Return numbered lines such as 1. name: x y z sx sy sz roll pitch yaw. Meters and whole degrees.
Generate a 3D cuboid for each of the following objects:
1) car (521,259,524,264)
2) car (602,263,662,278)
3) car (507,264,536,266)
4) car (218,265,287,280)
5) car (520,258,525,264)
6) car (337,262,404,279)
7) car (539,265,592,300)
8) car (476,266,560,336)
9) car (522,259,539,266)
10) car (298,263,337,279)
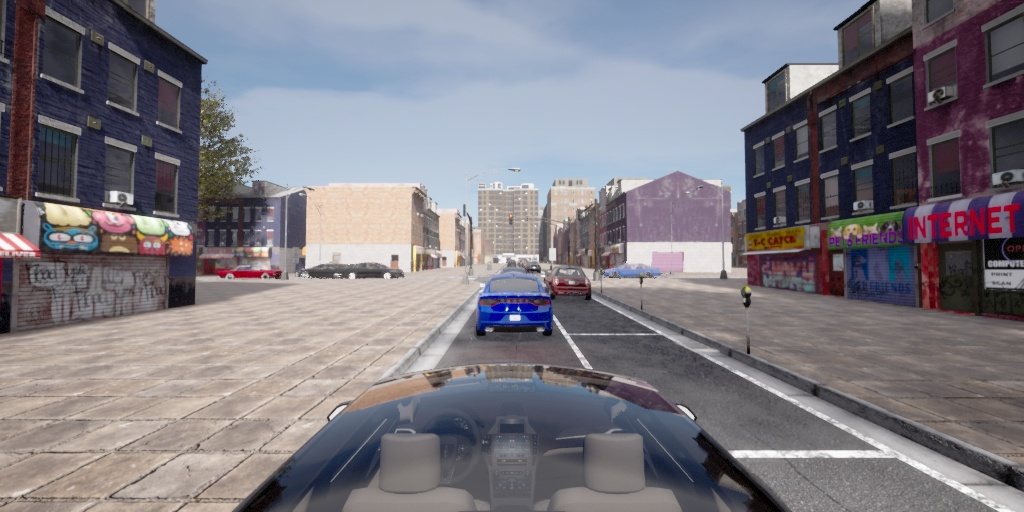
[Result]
1. car: 2.616 1.451 50.030 1.948 1.339 4.313 0 0 0
2. car: 10.733 1.364 32.710 5.357 1.411 2.033 0 -2 0
3. car: 0.092 1.292 18.049 1.812 1.442 4.674 0 0 0
4. car: -21.517 1.436 29.948 4.718 1.301 1.895 -1 -2 0
5. car: 2.614 1.447 55.636 1.751 1.417 4.829 0 0 0
6. car: -11.518 1.270 29.904 4.892 1.490 1.837 0 -2 2
7. car: 2.629 1.206 17.850 1.967 1.591 4.097 0 0 0
8. car: 0.036 1.233 10.488 1.882 1.535 5.008 0 0 -1
9. car: 2.618 1.419 44.594 1.948 1.339 4.313 0 0 0
10. car: -16.974 1.400 32.873 4.892 1.490 1.837 0 -2 0
